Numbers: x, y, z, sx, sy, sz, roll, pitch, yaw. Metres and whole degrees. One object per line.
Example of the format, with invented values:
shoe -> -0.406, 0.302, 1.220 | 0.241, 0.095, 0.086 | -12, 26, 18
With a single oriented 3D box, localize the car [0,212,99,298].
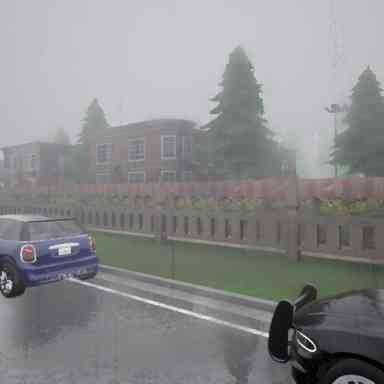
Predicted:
car -> -4.539, 1.351, 8.788 | 4.553, 1.767, 2.097 | 0, 0, 38

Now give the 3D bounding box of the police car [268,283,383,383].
police car -> 3.238, 1.425, 2.726 | 5.238, 1.638, 1.930 | 0, 0, 38
